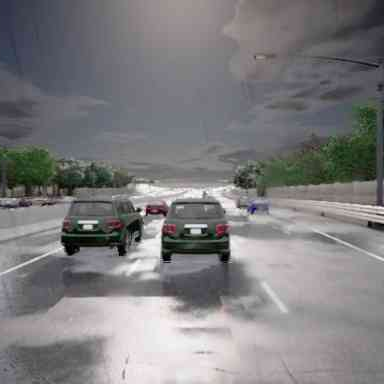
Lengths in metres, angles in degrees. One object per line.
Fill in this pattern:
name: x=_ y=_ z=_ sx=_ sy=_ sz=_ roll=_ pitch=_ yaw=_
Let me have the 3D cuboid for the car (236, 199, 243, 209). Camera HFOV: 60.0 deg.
car: x=7.247 y=1.625 z=46.834 sx=2.033 sy=1.411 sz=5.357 roll=0 pitch=0 yaw=1

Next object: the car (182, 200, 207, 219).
car: x=0.207 y=1.524 z=30.382 sx=2.128 sy=1.511 sz=4.902 roll=0 pitch=0 yaw=0

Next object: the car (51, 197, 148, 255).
car: x=-3.376 y=1.228 z=13.494 sx=2.150 sy=2.045 sz=5.566 roll=0 pitch=0 yaw=0

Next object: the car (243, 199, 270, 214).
car: x=7.064 y=1.523 z=35.915 sx=1.882 sy=1.535 sz=5.008 roll=0 pitch=0 yaw=2

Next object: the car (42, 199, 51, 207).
car: x=-20.784 y=1.683 z=50.162 sx=1.895 sy=1.301 sz=4.718 roll=0 pitch=0 yaw=1

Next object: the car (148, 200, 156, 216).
car: x=-3.283 y=1.513 z=31.948 sx=1.882 sy=1.535 sz=5.008 roll=0 pitch=0 yaw=0

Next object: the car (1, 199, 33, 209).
car: x=-24.325 y=1.617 z=46.577 sx=2.033 sy=1.411 sz=5.357 roll=0 pitch=0 yaw=1

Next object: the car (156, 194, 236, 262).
car: x=0.121 y=1.228 z=12.243 sx=2.150 sy=2.045 sz=5.566 roll=0 pitch=0 yaw=0

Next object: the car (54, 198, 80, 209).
car: x=-17.337 y=1.596 z=46.259 sx=1.812 sy=1.442 sz=4.674 roll=0 pitch=0 yaw=1
